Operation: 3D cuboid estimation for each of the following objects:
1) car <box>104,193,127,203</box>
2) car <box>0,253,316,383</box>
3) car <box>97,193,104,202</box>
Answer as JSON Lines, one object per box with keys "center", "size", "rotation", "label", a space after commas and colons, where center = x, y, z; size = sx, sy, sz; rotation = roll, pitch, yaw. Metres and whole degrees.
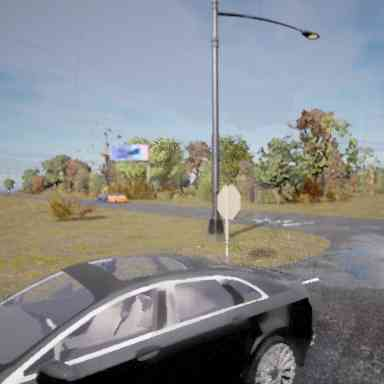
{"center": [-12.708, 0.977, 56.434], "size": [2.097, 1.767, 4.553], "rotation": [-1, 0, -33], "label": "car"}
{"center": [-0.808, 1.478, 3.304], "size": [4.902, 1.511, 2.128], "rotation": [-1, 0, -35], "label": "car"}
{"center": [-15.920, 0.965, 61.145], "size": [2.097, 1.767, 4.553], "rotation": [-1, 0, -34], "label": "car"}
